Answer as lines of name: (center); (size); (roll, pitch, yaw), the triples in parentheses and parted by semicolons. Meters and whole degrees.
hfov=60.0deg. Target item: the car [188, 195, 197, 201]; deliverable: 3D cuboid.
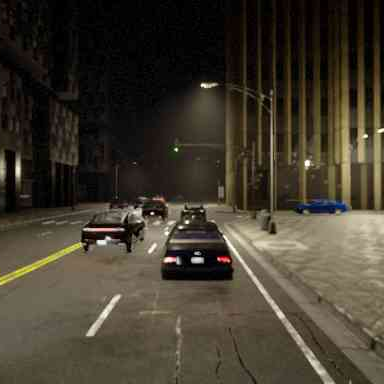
car: (0.132, 1.444, 85.194); (2.128, 1.511, 4.902); (0, 0, 0)

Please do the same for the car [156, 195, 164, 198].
car: (-6.436, 1.440, 63.991); (2.097, 1.767, 4.553); (0, 0, 1)

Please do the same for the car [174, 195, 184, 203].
car: (-3.134, 1.603, 74.777); (2.128, 1.511, 4.902); (0, 0, 0)

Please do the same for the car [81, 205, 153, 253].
car: (-3.129, 1.534, 13.988); (2.128, 1.511, 4.902); (0, 0, 0)

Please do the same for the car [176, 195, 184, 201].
car: (-3.118, 1.513, 85.230); (1.895, 1.301, 4.718); (0, 0, 0)

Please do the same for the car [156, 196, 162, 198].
car: (-6.505, 1.688, 54.143); (1.895, 1.301, 4.718); (0, 0, 1)

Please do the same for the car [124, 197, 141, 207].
car: (-9.750, 1.613, 54.755); (1.812, 1.442, 4.674); (0, 0, 1)

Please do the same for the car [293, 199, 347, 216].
car: (12.585, 1.496, 32.768); (5.008, 1.535, 1.882); (0, -1, 1)

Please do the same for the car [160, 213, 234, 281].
car: (0.114, 1.579, 9.953); (2.033, 1.411, 5.357); (0, 0, 0)

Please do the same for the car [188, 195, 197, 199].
car: (0.116, 1.578, 74.772); (1.837, 1.490, 4.892); (0, 0, 0)

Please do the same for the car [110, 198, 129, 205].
car: (-9.776, 1.612, 44.782); (1.812, 1.442, 4.674); (0, 0, 0)

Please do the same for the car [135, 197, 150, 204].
car: (-9.666, 1.634, 65.242); (2.033, 1.411, 5.357); (0, 0, 0)

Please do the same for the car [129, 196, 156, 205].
car: (-6.530, 1.577, 44.165); (2.128, 1.511, 4.902); (0, 0, 0)

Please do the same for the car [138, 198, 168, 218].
car: (-3.106, 1.548, 28.590); (1.882, 1.535, 5.008); (0, 0, 0)

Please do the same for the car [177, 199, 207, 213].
car: (0.119, 1.558, 26.180); (2.128, 1.511, 4.902); (0, 0, 0)
